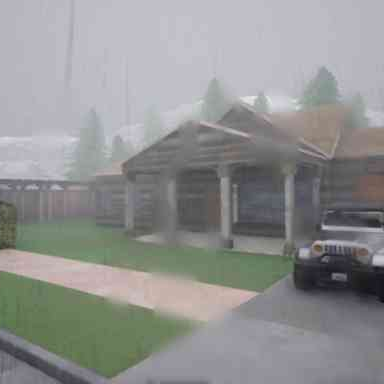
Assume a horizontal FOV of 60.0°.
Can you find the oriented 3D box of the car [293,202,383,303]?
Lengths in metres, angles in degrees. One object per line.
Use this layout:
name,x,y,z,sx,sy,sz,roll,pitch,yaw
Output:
car,3.827,1.188,7.823,1.905,1.878,3.866,-1,0,35
